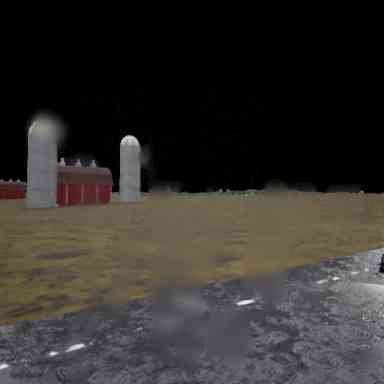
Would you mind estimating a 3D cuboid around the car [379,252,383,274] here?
[{"bbox_3d":[6.818,1.571,8.818,4.181,1.385,1.994,0,0,-35],"label":"car"}]
